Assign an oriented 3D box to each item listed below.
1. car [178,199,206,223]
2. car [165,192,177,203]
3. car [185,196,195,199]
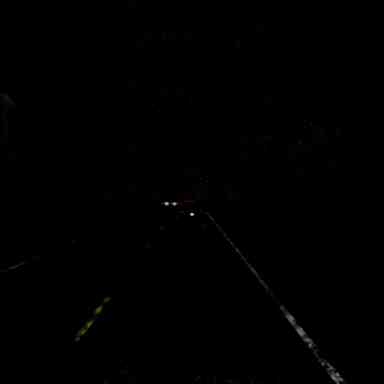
[{"bbox_3d":[-0.015,1.512,24.979,1.994,1.385,4.181,0,0,0],"label":"car"},{"bbox_3d":[-4.279,1.096,67.817,2.150,2.045,5.566,0,0,-1],"label":"car"},{"bbox_3d":[-0.307,1.410,48.285,1.837,1.490,4.892,0,1,-1],"label":"car"}]
